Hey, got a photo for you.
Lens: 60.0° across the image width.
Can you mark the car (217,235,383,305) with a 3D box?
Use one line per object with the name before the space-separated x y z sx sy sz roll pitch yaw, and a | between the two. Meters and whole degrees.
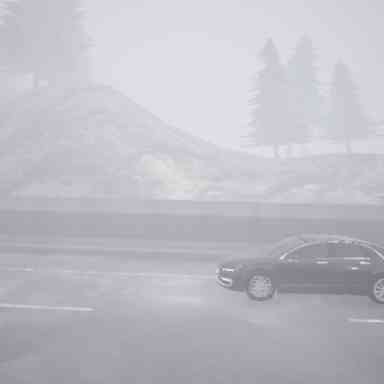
car | 3.096 1.882 8.612 4.892 1.490 1.837 2 -2 1
